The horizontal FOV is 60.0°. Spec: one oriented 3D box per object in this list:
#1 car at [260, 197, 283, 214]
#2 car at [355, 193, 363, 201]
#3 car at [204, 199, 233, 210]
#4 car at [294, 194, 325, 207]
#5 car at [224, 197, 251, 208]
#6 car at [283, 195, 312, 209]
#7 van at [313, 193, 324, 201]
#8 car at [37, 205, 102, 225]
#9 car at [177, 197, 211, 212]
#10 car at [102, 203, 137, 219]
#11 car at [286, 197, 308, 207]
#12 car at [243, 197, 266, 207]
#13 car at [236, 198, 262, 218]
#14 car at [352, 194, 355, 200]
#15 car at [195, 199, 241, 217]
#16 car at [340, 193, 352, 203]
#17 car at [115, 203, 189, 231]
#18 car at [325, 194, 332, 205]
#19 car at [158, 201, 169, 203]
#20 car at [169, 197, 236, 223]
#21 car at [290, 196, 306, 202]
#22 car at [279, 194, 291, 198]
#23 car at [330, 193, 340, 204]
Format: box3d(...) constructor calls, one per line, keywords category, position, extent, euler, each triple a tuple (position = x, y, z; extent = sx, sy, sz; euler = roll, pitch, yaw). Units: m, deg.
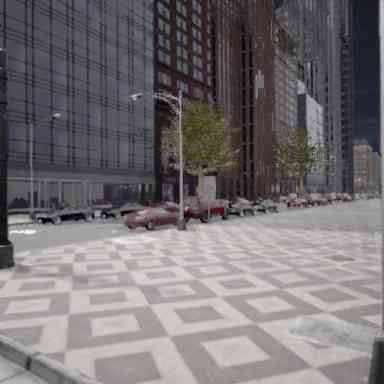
box3d(category="car", position=(7.329, 1.477, 33.931), extent=(1.947, 1.339, 4.313), euler=(-1, 0, 35))
box3d(category="car", position=(39.362, 1.415, 80.336), extent=(1.802, 1.307, 4.206), euler=(-1, -1, 35))
box3d(category="car", position=(3.520, 1.580, 43.420), extent=(1.802, 1.307, 4.206), euler=(-1, 0, 35))
box3d(category="car", position=(16.937, 1.191, 47.855), extent=(2.192, 1.841, 5.009), euler=(-1, 0, 35))
box3d(category="car", position=(6.627, 1.512, 47.920), extent=(1.752, 1.417, 4.829), euler=(-1, 0, 35))
box3d(category="car", position=(13.735, 1.431, 43.213), extent=(1.887, 1.381, 4.507), euler=(-1, 0, 35))
box3d(category="van", position=(32.351, 1.275, 85.191), extent=(1.690, 1.788, 3.998), euler=(-1, -1, 35))
box3d(category="car", position=(-9.295, 1.628, 24.855), extent=(1.947, 1.339, 4.313), euler=(-1, 0, 35))
box3d(category="car", position=(0.315, 1.452, 38.778), extent=(1.967, 1.590, 4.097), euler=(-1, 0, 35))
box3d(category="car", position=(-6.091, 1.609, 29.497), extent=(1.947, 1.339, 4.313), euler=(-1, 0, 35))
box3d(category="car", position=(16.202, 1.503, 51.313), extent=(1.895, 1.301, 4.718), euler=(-1, 0, 35))
box3d(category="car", position=(9.928, 1.542, 52.702), extent=(1.947, 1.339, 4.313), euler=(-1, 0, 35))
box3d(category="car", position=(4.126, 1.493, 29.292), extent=(1.947, 1.339, 4.313), euler=(-1, 0, 35))
box3d(category="car", position=(33.052, 1.358, 71.195), extent=(1.752, 1.417, 4.829), euler=(-1, 0, 35))
box3d(category="car", position=(2.577, 1.446, 31.583), extent=(2.128, 1.511, 4.902), euler=(-1, 0, 35))
box3d(category="car", position=(29.751, 1.155, 66.417), extent=(2.192, 1.841, 5.009), euler=(-1, 0, 35))
box3d(category="car", position=(-2.280, 1.544, 20.010), extent=(1.802, 1.307, 4.206), euler=(-1, 0, 35))
box3d(category="car", position=(20.142, 1.432, 52.493), extent=(1.947, 1.339, 4.313), euler=(-1, 0, 35))
box3d(category="car", position=(-2.887, 1.609, 34.137), extent=(1.802, 1.307, 4.206), euler=(-1, 0, 35))
box3d(category="car", position=(0.921, 1.258, 24.652), extent=(2.192, 1.841, 5.009), euler=(-1, 0, 35))
box3d(category="car", position=(22.744, 1.506, 71.267), extent=(1.947, 1.339, 4.313), euler=(-1, 0, 35))
box3d(category="car", position=(16.335, 1.502, 61.984), extent=(1.887, 1.381, 4.507), euler=(-1, 0, 35))
box3d(category="car", position=(23.343, 1.173, 57.135), extent=(2.192, 1.841, 5.009), euler=(-1, 0, 35))
